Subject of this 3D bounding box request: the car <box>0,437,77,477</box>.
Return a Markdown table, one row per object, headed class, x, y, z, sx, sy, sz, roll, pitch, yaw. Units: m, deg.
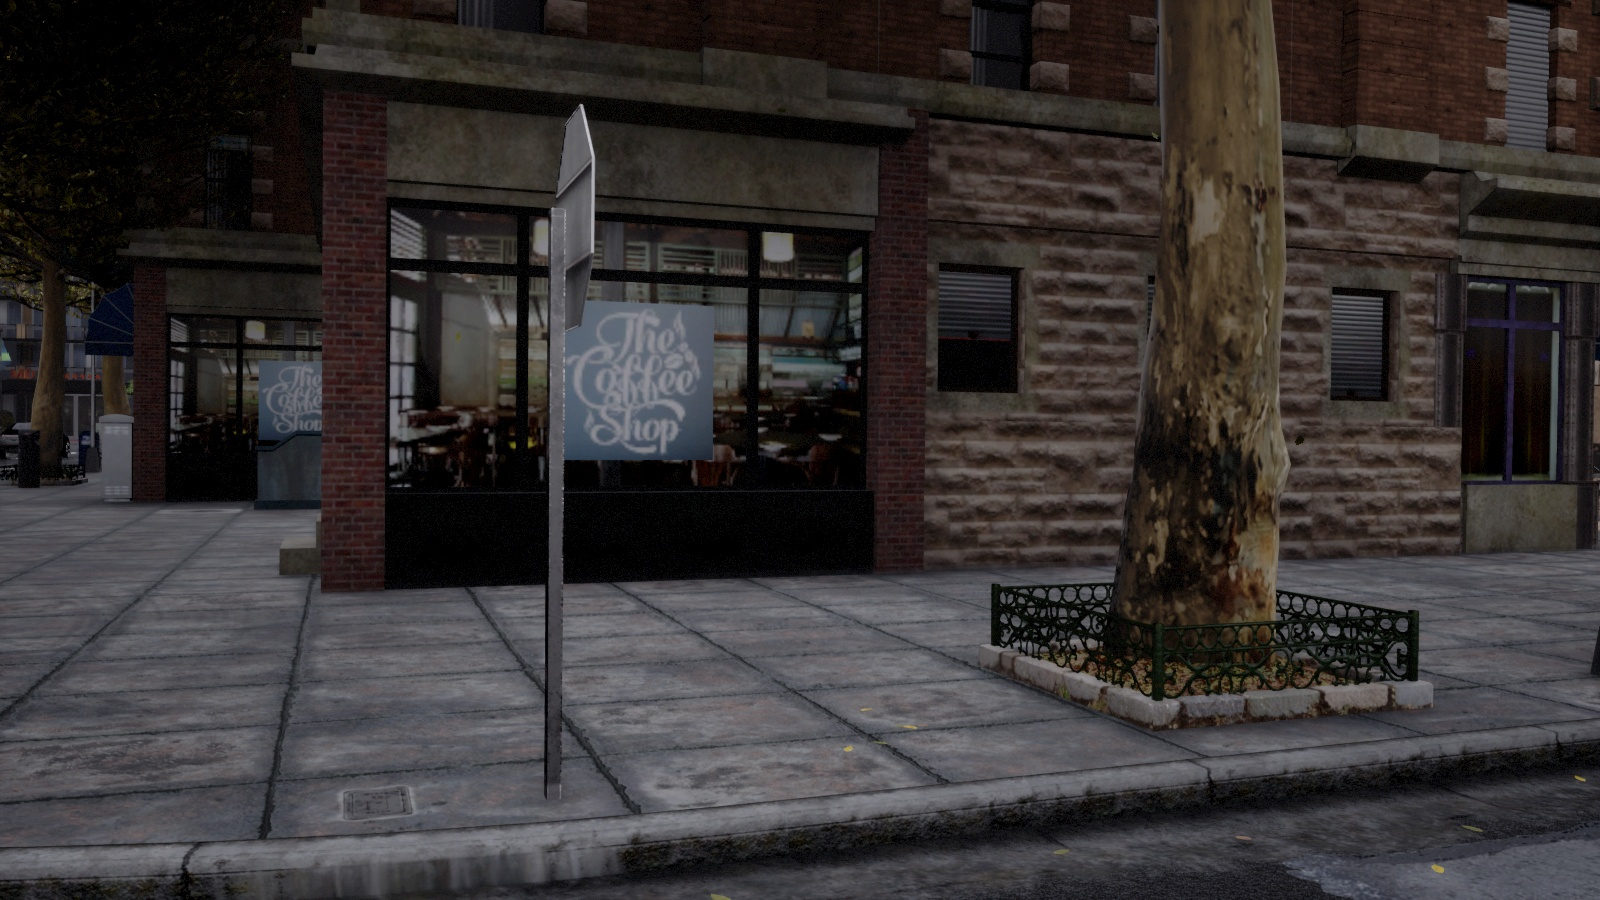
| class | x | y | z | sx | sy | sz | roll | pitch | yaw |
| --- | --- | --- | --- | --- | --- | --- | --- | --- | --- |
| car | -31.482 | 0.253 | 51.732 | 2.128 | 1.511 | 4.902 | -1 | 1 | -20 |
